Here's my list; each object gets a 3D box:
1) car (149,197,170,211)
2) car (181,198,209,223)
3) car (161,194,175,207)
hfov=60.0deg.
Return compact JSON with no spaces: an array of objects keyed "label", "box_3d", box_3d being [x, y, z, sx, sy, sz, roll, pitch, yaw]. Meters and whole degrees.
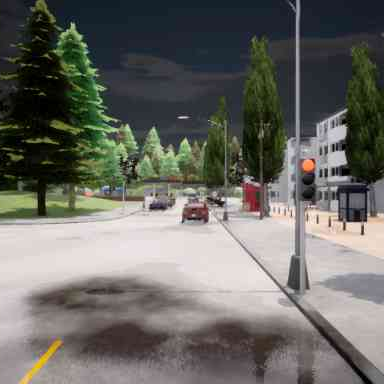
[{"label":"car","box_3d":[-4.082,1.601,40.464,1.895,1.301,4.718,0,0,0]},{"label":"car","box_3d":[0.274,1.478,25.506,1.882,1.535,5.008,1,0,3]},{"label":"car","box_3d":[-4.064,1.352,50.357,2.097,1.767,4.553,0,0,0]}]
